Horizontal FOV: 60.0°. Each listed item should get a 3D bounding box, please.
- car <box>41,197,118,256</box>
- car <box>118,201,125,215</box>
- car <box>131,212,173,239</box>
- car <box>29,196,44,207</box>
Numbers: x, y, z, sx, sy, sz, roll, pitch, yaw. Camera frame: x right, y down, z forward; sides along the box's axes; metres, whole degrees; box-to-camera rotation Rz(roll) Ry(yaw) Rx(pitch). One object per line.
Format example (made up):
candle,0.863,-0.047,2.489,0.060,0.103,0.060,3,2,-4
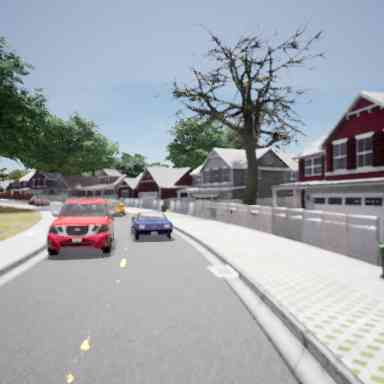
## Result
car,-4.424,1.312,13.985,2.150,2.045,5.566,0,0,-11
car,-8.454,1.641,35.143,1.882,1.535,5.008,0,0,-26
car,-2.319,1.711,18.146,1.895,1.301,4.718,0,0,-13
car,-24.495,1.414,53.523,2.097,1.767,4.553,1,0,-42
